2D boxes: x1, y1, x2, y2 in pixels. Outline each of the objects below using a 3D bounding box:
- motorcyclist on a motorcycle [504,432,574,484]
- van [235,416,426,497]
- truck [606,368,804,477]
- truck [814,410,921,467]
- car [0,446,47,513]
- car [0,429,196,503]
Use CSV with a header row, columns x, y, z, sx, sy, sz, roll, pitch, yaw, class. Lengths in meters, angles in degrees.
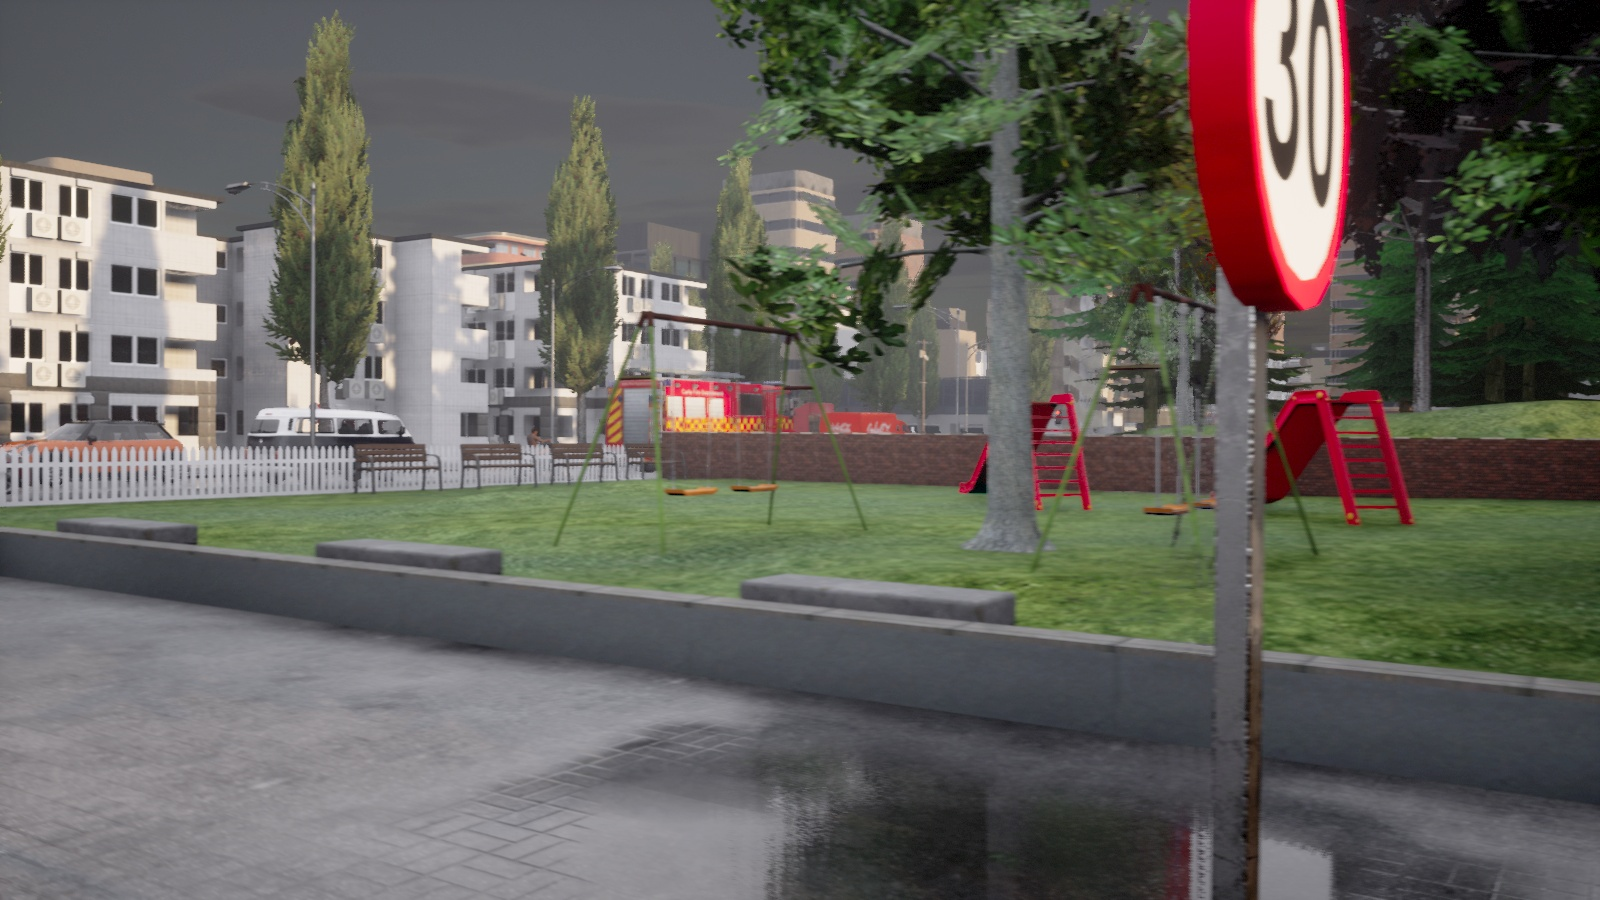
x,y,z,sx,sy,sz,roll,pitch,yaw,class
-8.425,0.236,40.614,0.766,1.649,2.350,0,1,34,motorcyclist on a motorcycle
-12.698,0.135,34.211,2.069,2.038,4.480,0,1,34,van
-3.423,-1.027,48.111,2.891,3.827,8.468,0,1,34,truck
3.190,-0.544,58.019,2.627,2.467,5.204,0,1,34,truck
-18.244,0.640,25.906,1.994,1.385,4.181,0,1,33,car
-18.512,0.348,32.703,2.097,1.767,4.553,0,1,34,car
